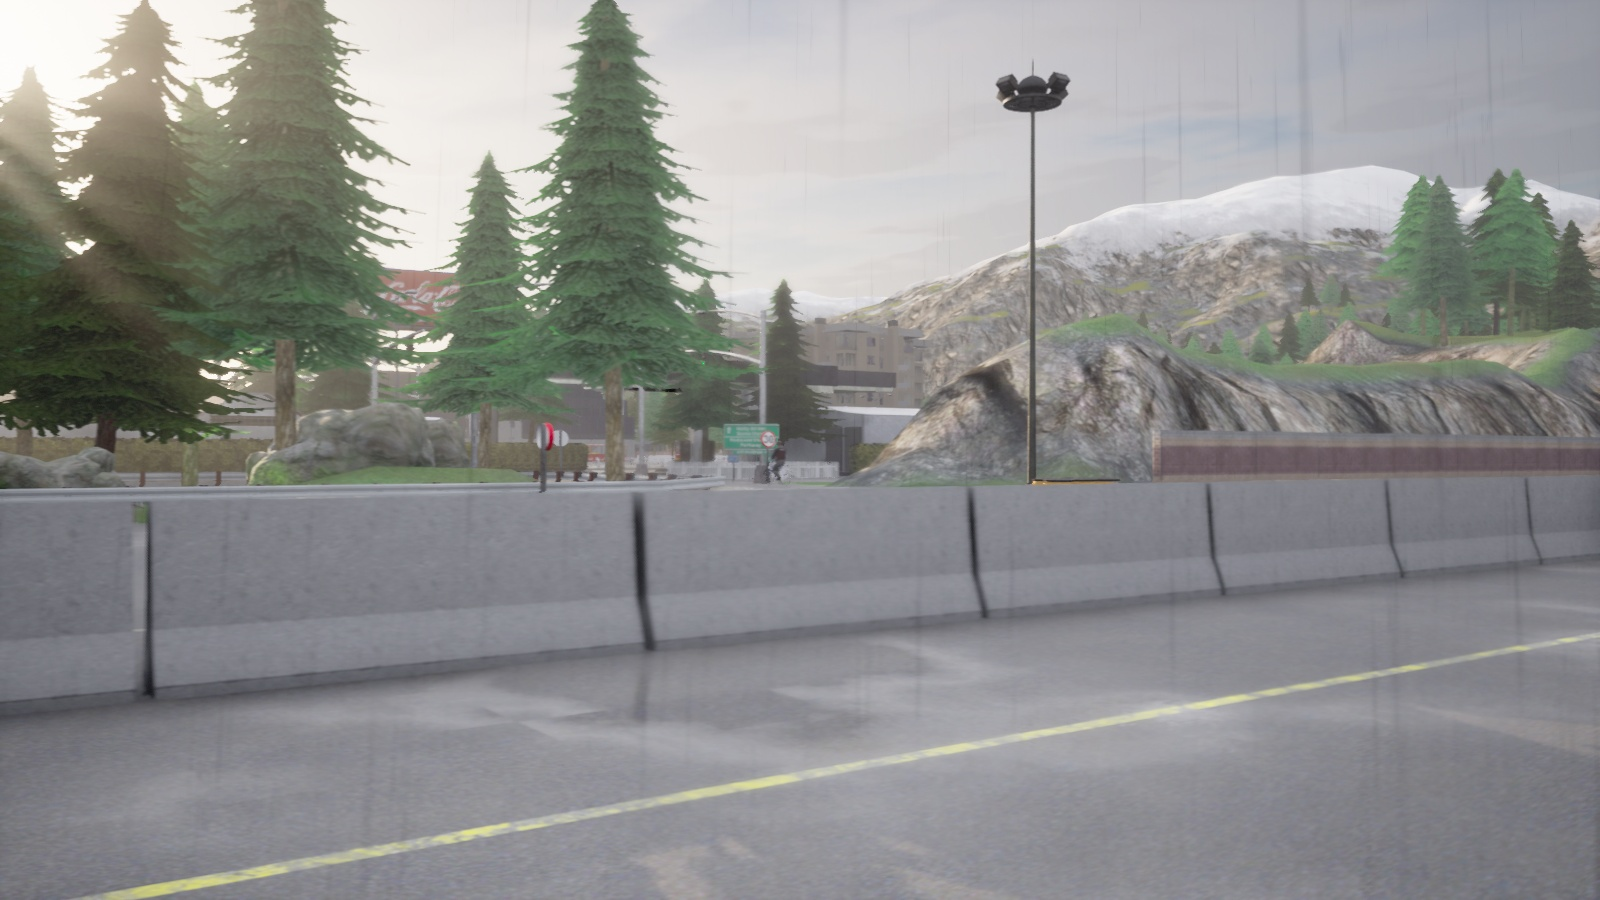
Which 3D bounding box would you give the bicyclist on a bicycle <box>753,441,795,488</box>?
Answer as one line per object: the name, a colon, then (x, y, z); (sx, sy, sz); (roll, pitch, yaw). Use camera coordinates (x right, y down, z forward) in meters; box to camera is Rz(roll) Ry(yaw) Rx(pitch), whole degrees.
bicyclist on a bicycle: (-1.010, 0.540, 48.462); (0.659, 1.776, 1.843); (0, 0, -36)
